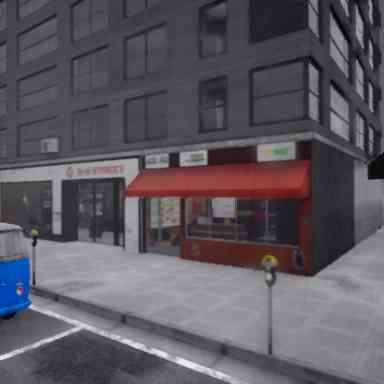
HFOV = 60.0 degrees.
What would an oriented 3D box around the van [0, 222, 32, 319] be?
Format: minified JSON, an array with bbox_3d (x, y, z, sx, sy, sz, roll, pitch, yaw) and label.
[{"bbox_3d":[-4.665,1.384,6.150,3.998,1.788,1.690,0,0,36],"label":"van"}]
